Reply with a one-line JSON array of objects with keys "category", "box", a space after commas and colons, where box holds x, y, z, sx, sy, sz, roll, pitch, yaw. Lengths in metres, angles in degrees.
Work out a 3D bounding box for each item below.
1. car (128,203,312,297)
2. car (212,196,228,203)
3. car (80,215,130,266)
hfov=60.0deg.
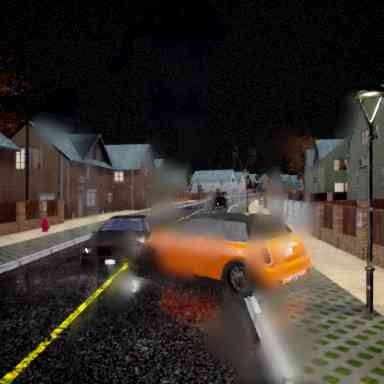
[{"category": "car", "box": [0.601, 1.328, 8.674, 2.097, 1.767, 4.553, -4, 2, -44]}, {"category": "car", "box": [3.703, 1.280, 44.139, 1.812, 1.442, 4.674, 0, 1, 11]}, {"category": "car", "box": [-2.250, 1.530, 11.819, 2.033, 1.411, 5.357, 0, 0, 0]}]
